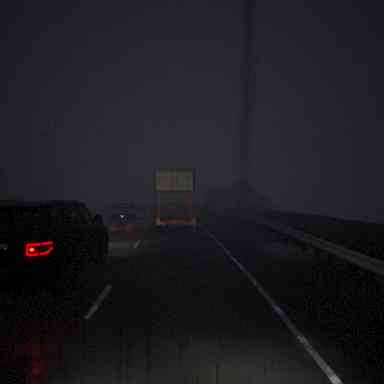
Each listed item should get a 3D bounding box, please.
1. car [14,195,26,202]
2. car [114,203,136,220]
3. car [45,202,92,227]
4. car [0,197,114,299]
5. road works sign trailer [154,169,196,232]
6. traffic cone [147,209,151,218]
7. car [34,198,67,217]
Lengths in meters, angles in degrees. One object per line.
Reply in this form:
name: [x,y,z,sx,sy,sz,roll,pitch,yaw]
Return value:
car: [-35.987,1.323,69.664,1.895,1.301,4.718,0,0,-23]
car: [-5.520,1.537,26.927,1.895,1.301,4.718,0,0,-8]
car: [-8.567,1.497,23.593,2.033,1.411,5.357,0,0,-8]
car: [-3.702,1.204,8.523,2.150,2.045,5.566,0,0,-3]
road works sign trailer: [-1.042,0.413,19.805,2.380,3.560,2.880,0,0,-8]
traffic cone: [-3.440,1.889,26.551,0.340,0.580,0.340,0,0,-8]
car: [-13.440,1.412,31.866,1.882,1.535,5.008,0,0,-10]
